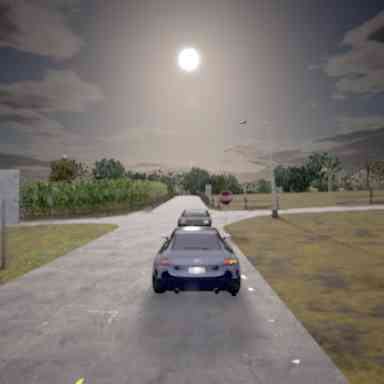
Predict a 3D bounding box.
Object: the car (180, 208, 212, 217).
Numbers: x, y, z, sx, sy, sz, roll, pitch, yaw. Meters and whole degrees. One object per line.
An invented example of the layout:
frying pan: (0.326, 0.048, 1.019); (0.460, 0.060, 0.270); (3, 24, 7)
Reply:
car: (0.285, 1.630, 20.114); (1.895, 1.301, 4.718); (0, 0, 4)

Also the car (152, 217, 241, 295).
car: (0.103, 1.597, 8.872); (1.994, 1.385, 4.181); (0, 0, 0)
